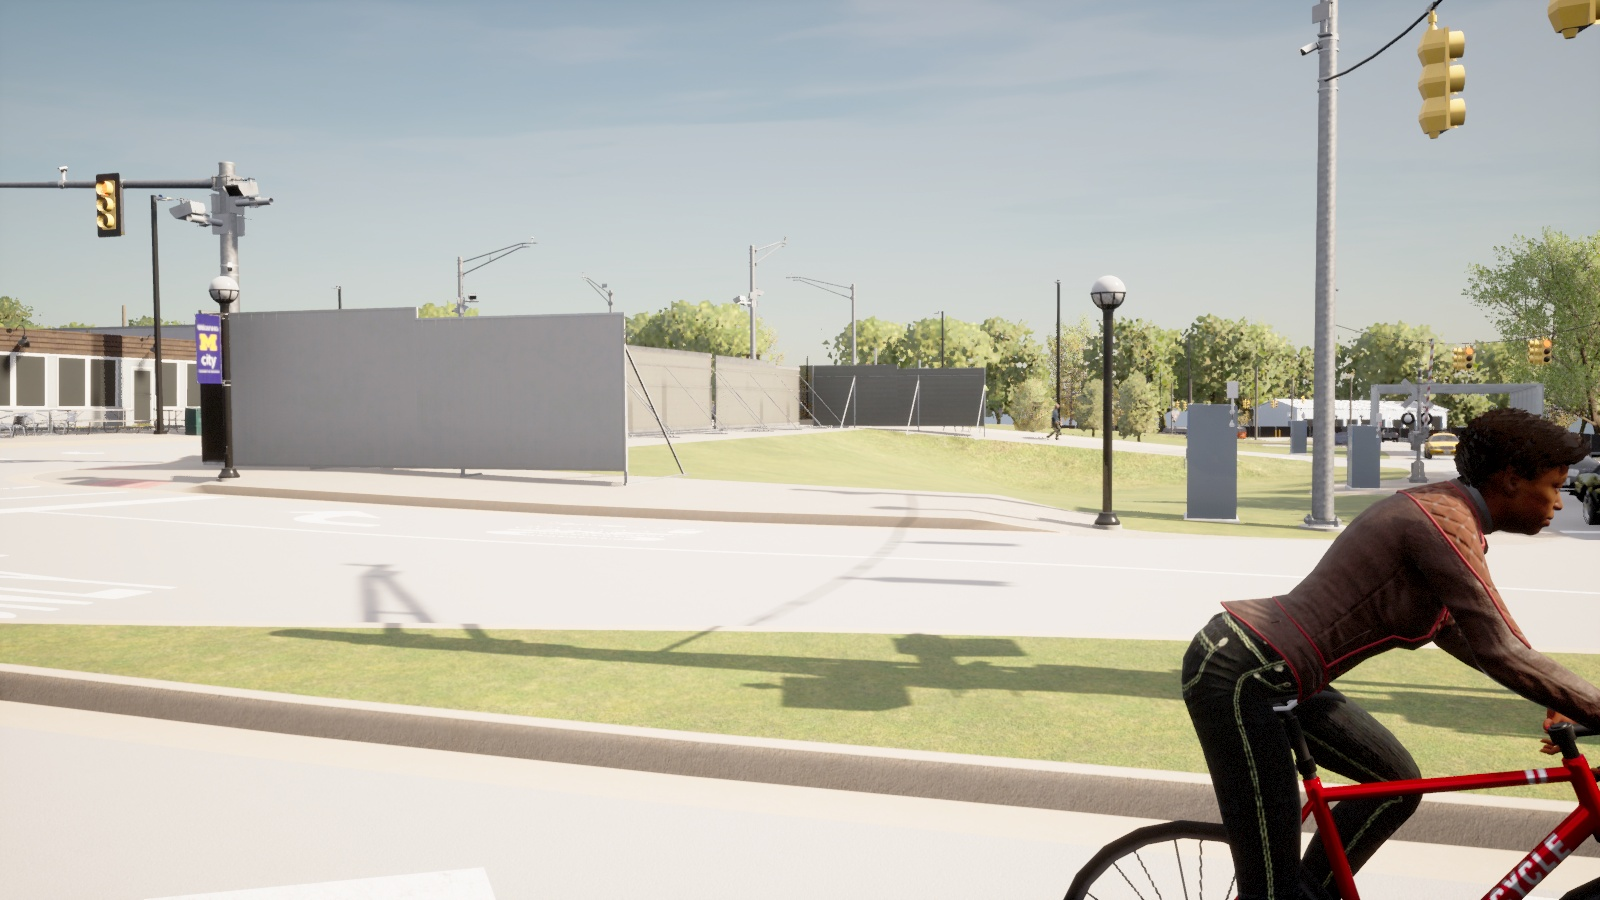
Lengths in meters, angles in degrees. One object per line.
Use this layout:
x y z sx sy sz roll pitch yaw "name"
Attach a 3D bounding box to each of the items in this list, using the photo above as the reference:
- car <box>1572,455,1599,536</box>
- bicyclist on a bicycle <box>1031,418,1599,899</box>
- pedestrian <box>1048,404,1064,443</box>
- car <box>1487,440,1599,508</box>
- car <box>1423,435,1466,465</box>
13.926 0.772 20.036 1.895 1.301 4.718 0 1 21 "car"
1.377 0.746 2.727 1.656 1.620 0.582 1 1 18 "bicyclist on a bicycle"
12.207 -1.288 59.979 0.726 1.842 0.402 1 3 12 "pedestrian"
18.229 0.519 30.678 2.128 1.511 4.902 0 1 24 "car"
36.217 -0.019 70.654 1.801 1.575 5.366 1 1 23 "car"
